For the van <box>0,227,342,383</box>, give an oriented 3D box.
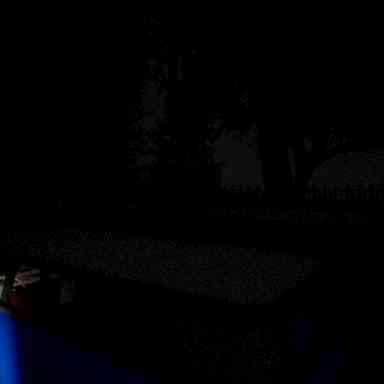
[{"bbox_3d":[-0.688,1.329,3.202,3.998,1.788,1.690,0,0,35],"label":"van"}]
